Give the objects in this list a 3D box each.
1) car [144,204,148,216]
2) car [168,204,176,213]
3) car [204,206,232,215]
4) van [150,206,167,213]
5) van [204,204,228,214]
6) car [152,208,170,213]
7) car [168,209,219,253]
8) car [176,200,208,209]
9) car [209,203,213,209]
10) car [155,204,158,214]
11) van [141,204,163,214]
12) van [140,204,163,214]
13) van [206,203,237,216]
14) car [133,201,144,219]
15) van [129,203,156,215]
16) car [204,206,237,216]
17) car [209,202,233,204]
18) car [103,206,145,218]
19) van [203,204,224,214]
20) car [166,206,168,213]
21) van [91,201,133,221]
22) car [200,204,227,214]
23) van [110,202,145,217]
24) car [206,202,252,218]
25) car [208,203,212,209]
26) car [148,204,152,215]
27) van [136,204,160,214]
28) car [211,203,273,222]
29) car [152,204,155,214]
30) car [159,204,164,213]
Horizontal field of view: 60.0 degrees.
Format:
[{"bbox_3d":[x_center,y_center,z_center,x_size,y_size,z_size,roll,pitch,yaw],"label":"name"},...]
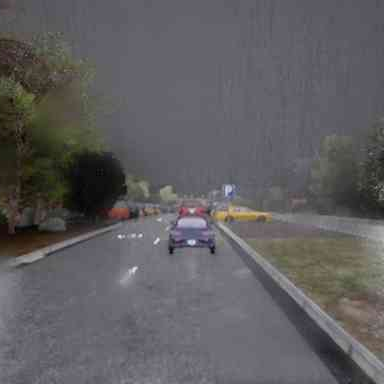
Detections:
[{"bbox_3d":[-8.366,2.389,39.453,5.366,1.575,1.946,0,-2,0],"label":"car"},{"bbox_3d":[-3.521,3.654,72.466,2.150,2.045,5.566,0,-3,0],"label":"car"},{"bbox_3d":[4.553,3.271,58.649,4.792,1.488,2.163,0,-3,0],"label":"car"},{"bbox_3d":[-8.682,4.527,86.351,4.442,1.987,1.878,0,-3,0],"label":"van"},{"bbox_3d":[4.638,3.262,64.209,4.442,1.987,1.878,0,-3,0],"label":"van"},{"bbox_3d":[-8.561,5.094,91.993,5.008,1.535,2.097,0,-3,0],"label":"car"},{"bbox_3d":[0.001,1.688,14.397,1.812,1.442,4.674,0,-1,0],"label":"car"},{"bbox_3d":[-0.007,1.736,29.069,2.150,2.045,5.566,0,-2,0],"label":"car"},{"bbox_3d":[4.525,2.161,33.698,4.892,1.521,2.231,0,-2,0],"label":"car"},{"bbox_3d":[-8.550,3.003,53.288,5.008,1.535,2.097,0,-3,0],"label":"car"},{"bbox_3d":[-8.677,3.698,72.650,4.442,1.987,1.878,0,-3,0],"label":"van"},{"bbox_3d":[-8.444,3.523,69.753,4.442,1.987,1.878,0,-3,0],"label":"van"},{"bbox_3d":[4.409,2.647,50.341,4.442,1.987,1.878,0,-3,0],"label":"van"},{"bbox_3d":[-8.578,2.024,36.697,5.566,2.045,2.435,0,-2,0],"label":"car"},{"bbox_3d":[-8.674,3.023,58.833,4.442,1.987,1.878,0,-3,0],"label":"van"},{"bbox_3d":[4.519,2.995,53.105,5.008,1.535,2.097,0,-3,0],"label":"car"},{"bbox_3d":[4.497,2.257,39.248,4.553,1.767,2.185,0,-3,0],"label":"car"},{"bbox_3d":[-8.546,2.513,42.217,4.892,1.521,2.231,0,-3,0],"label":"car"},{"bbox_3d":[4.636,3.690,72.510,4.442,1.987,1.878,0,-3,0],"label":"van"},{"bbox_3d":[-8.534,4.000,78.058,5.566,2.045,2.435,0,-3,0],"label":"car"},{"bbox_3d":[-8.667,1.938,33.806,4.442,1.987,1.878,0,-2,0],"label":"van"},{"bbox_3d":[4.491,3.497,69.741,5.566,2.045,2.435,0,-3,0],"label":"car"},{"bbox_3d":[-8.670,2.410,44.995,4.442,1.987,1.878,0,-3,0],"label":"van"},{"bbox_3d":[4.556,2.252,42.022,5.566,2.045,2.435,0,-3,0],"label":"car"},{"bbox_3d":[4.523,2.267,36.468,5.008,1.535,2.097,0,-2,0],"label":"car"},{"bbox_3d":[-8.522,2.632,47.758,4.553,1.767,2.185,0,-3,0],"label":"car"},{"bbox_3d":[-8.442,3.269,64.367,4.442,1.987,1.878,0,-3,0],"label":"van"},{"bbox_3d":[4.717,2.058,30.931,5.366,1.575,1.946,0,-2,0],"label":"car"},{"bbox_3d":[-8.549,2.875,50.395,5.008,1.535,2.097,0,-3,0],"label":"car"},{"bbox_3d":[-8.373,3.369,61.592,5.366,1.575,1.946,0,-3,0],"label":"car"}]
